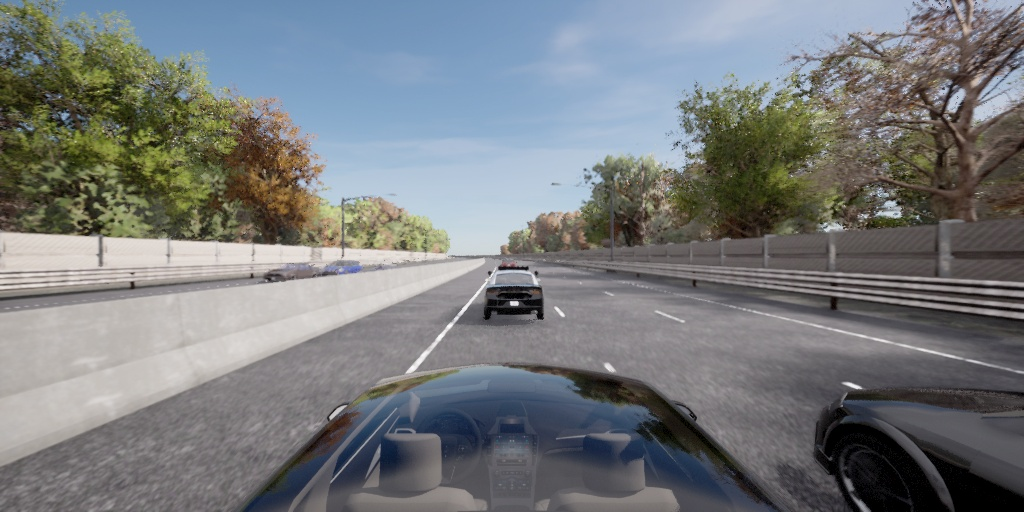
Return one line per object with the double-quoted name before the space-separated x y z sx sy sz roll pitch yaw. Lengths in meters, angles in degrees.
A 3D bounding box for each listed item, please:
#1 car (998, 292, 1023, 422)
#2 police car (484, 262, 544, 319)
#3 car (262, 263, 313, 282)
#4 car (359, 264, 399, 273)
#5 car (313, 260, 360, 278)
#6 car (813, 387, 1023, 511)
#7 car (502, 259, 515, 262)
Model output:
"car" 7.092 1.226 2.034 1.882 1.535 5.008 0 0 0
"police car" 0.049 1.179 13.018 1.930 1.638 5.238 0 0 0
"car" -17.738 1.307 29.258 2.033 1.411 5.357 0 0 -1
"car" -10.744 1.373 30.143 1.895 1.301 4.718 0 0 -1
"car" -14.244 1.111 30.092 2.097 1.767 4.553 0 0 -1
"car" 3.593 1.313 1.343 1.994 1.385 4.181 0 0 0
"car" -0.410 1.117 43.000 2.097 1.767 4.553 0 0 -1
